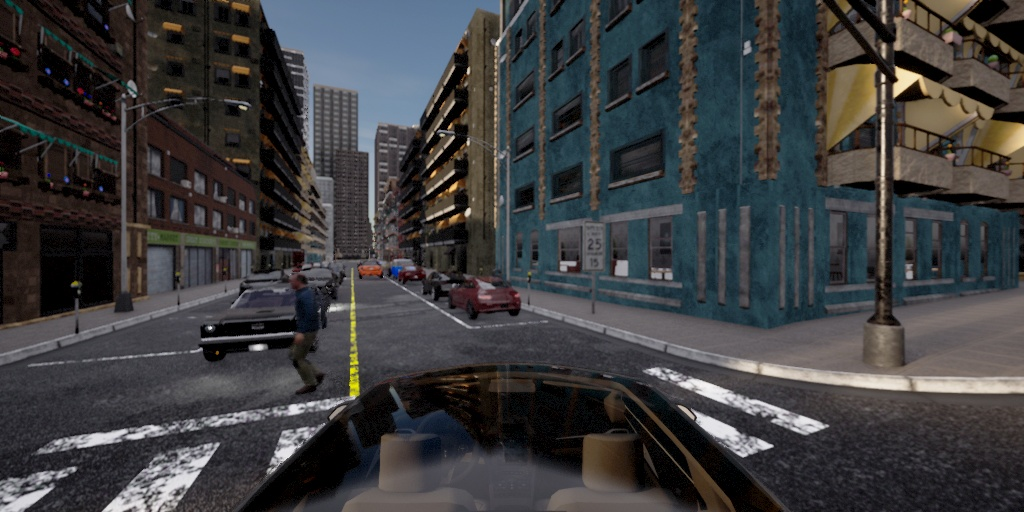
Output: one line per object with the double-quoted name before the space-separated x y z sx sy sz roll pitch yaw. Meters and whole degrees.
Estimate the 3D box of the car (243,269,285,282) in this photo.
"car" -13.226 1.393 19.448 1.948 1.339 4.313 0 0 -24

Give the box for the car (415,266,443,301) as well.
"car" -3.317 1.374 17.807 1.948 1.339 4.313 0 0 -24

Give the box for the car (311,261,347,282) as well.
"car" -13.833 1.347 27.198 2.128 1.511 4.902 0 0 -24

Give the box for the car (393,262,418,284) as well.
"car" -7.817 1.395 27.895 1.888 1.381 4.507 0 0 -24

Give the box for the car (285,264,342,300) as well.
"car" -9.637 1.321 17.769 1.837 1.490 4.892 0 0 -24

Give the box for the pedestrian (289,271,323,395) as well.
"pedestrian" -3.028 1.059 5.233 0.375 1.860 0.375 0 0 -24

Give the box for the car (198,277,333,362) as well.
"car" -5.568 1.381 8.628 1.895 1.301 4.718 0 0 -24

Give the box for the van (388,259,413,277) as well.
"van" -10.067 1.212 32.939 1.690 1.789 3.998 0 0 -24

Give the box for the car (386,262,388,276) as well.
"car" -12.317 1.458 37.984 1.948 1.339 4.313 0 0 -24

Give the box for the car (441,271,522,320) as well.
"car" -1.067 1.370 12.763 1.802 1.307 4.207 0 0 -24

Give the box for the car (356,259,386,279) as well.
"car" -14.079 1.238 35.581 2.097 1.767 4.553 0 0 -24
